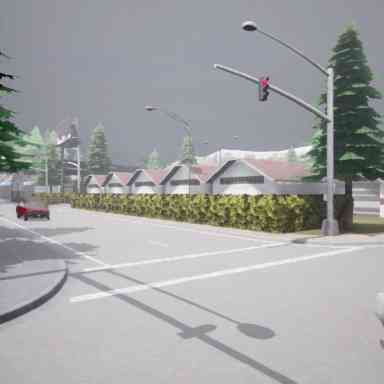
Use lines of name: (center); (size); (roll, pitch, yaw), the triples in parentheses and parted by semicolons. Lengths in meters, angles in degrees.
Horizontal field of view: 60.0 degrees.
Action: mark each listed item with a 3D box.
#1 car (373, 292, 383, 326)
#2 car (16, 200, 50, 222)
car: (4.680, 1.624, 3.365); (1.895, 1.301, 4.718); (0, 0, -37)
car: (-13.063, 1.456, 27.203); (1.882, 1.535, 5.008); (0, 1, -37)
